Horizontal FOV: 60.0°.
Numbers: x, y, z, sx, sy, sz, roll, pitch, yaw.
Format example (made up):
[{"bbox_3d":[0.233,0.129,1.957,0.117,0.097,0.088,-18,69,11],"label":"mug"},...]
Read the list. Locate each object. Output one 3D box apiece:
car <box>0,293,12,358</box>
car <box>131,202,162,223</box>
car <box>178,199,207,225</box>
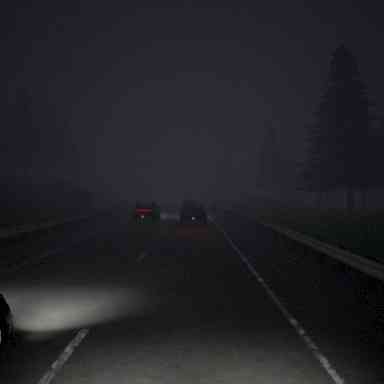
[{"bbox_3d":[-3.399,1.506,2.645,1.837,1.490,4.892,0,0,0],"label":"car"},{"bbox_3d":[-3.449,1.506,25.459,2.128,1.511,4.902,0,0,-1],"label":"car"},{"bbox_3d":[0.072,1.505,23.810,2.128,1.511,4.902,0,0,0],"label":"car"}]
